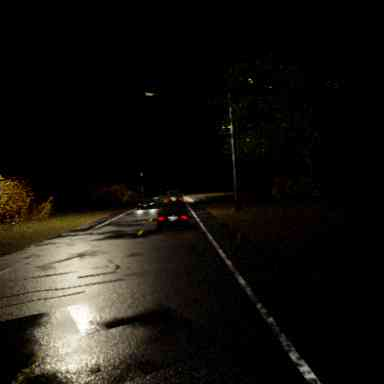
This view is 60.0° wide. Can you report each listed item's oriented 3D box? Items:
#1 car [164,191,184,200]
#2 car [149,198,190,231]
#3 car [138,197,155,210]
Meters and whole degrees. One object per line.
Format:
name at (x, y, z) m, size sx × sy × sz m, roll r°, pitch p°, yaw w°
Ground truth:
car at (-2.074, 0.903, 39.246) m, size 2.150 × 2.045 × 5.566 m, roll -4°, pitch 1°, yaw -2°
car at (-1.129, 1.396, 19.820) m, size 2.033 × 1.411 × 5.357 m, roll -4°, pitch 1°, yaw -2°
car at (-5.794, 1.371, 42.589) m, size 1.882 × 1.535 × 5.008 m, roll -4°, pitch 1°, yaw -3°
